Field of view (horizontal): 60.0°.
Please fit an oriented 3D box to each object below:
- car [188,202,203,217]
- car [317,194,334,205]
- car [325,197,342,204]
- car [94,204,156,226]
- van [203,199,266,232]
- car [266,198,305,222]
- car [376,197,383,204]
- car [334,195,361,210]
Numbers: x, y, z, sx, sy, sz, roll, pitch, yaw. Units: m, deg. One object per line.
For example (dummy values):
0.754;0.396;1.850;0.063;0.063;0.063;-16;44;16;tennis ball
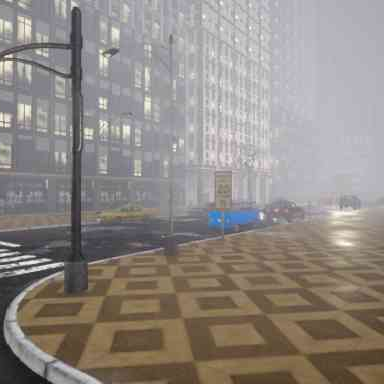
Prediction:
1.375;1.603;31.641;1.802;1.307;4.206;0;0;38;car
25.095;1.380;62.532;2.192;1.841;5.009;0;0;38;car
28.483;1.624;66.944;2.008;1.369;4.403;0;0;38;car
-4.724;1.540;23.911;1.752;1.417;4.829;0;0;38;car
2.670;1.368;20.206;1.690;1.788;3.998;0;0;38;van
7.625;1.472;26.841;1.967;1.590;4.097;0;0;38;car
38.121;1.658;66.556;1.947;1.339;4.313;0;0;38;car
21.179;1.368;44.493;2.192;1.841;5.009;0;0;38;car
